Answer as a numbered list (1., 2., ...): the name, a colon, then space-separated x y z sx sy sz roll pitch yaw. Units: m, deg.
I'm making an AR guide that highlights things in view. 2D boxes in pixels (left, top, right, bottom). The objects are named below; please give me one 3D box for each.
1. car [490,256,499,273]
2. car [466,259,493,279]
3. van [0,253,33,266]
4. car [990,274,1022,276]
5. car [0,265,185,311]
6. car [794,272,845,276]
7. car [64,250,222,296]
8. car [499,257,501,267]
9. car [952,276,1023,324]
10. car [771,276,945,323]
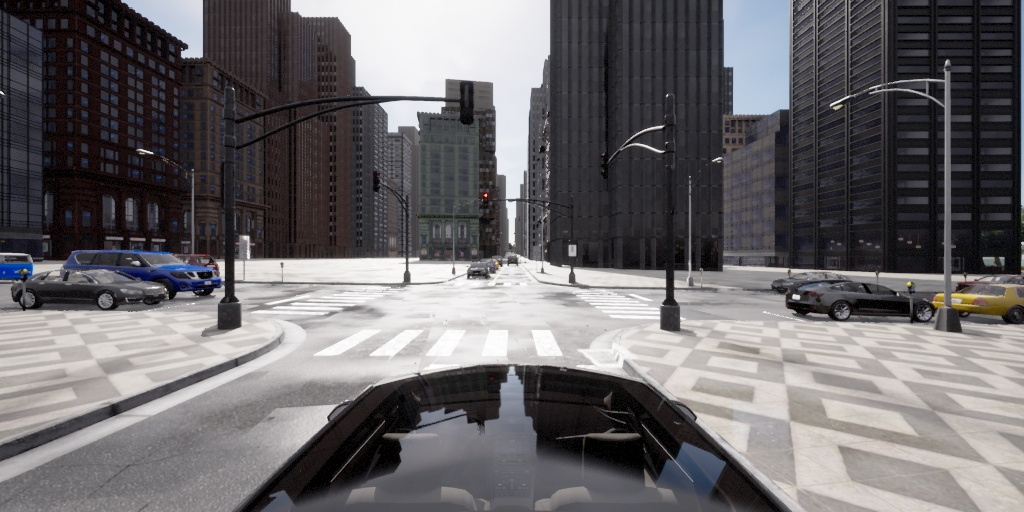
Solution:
1. car: -3.024 1.111 42.299 2.097 1.767 4.553 0 0 0
2. car: -3.044 1.261 33.246 1.837 1.490 4.892 0 0 0
3. van: -31.111 0.684 21.212 3.998 1.789 1.690 0 0 0
4. car: 29.101 1.770 21.187 4.507 1.381 1.888 0 0 0
5. car: -14.761 1.118 12.653 4.403 1.370 2.007 0 0 0
6. car: 17.815 1.595 21.209 4.403 1.370 2.007 0 0 0
7. car: -15.818 0.774 15.411 5.566 2.045 2.150 1 0 0
8. car: -3.000 1.239 52.497 1.882 1.535 5.008 0 0 0
9. car: 17.959 1.573 12.684 4.829 1.417 1.751 0 0 0
10. car: 12.147 1.526 12.695 4.313 1.339 1.948 0 0 0
